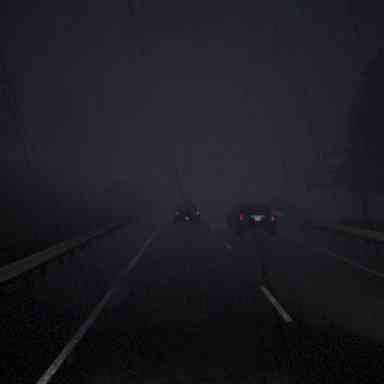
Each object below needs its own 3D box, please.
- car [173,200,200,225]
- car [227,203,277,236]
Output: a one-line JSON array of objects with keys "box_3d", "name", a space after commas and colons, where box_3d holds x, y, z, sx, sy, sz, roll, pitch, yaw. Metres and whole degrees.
[{"box_3d": [-0.378, 1.574, 24.489, 1.812, 1.442, 4.674, 0, 0, -1], "name": "car"}, {"box_3d": [3.254, 1.387, 18.836, 2.097, 1.767, 4.553, 0, 0, -1], "name": "car"}]
